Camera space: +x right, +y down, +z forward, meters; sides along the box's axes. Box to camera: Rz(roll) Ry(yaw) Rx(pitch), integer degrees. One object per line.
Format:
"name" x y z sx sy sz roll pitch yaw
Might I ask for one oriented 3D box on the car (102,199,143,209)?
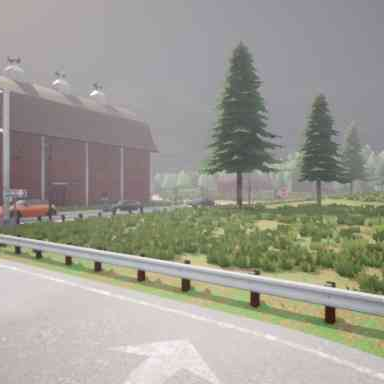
"car" -7.311 1.519 35.393 1.837 1.490 4.892 0 0 37

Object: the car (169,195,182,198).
"car" -4.257 1.506 85.469 1.816 1.474 4.193 0 0 36

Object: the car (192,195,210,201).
"car" 1.319 1.518 47.017 1.837 1.490 4.892 0 0 37

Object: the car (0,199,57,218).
"car" -13.484 1.366 27.059 2.097 1.767 4.553 0 0 37
